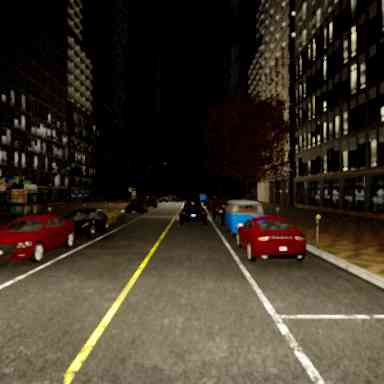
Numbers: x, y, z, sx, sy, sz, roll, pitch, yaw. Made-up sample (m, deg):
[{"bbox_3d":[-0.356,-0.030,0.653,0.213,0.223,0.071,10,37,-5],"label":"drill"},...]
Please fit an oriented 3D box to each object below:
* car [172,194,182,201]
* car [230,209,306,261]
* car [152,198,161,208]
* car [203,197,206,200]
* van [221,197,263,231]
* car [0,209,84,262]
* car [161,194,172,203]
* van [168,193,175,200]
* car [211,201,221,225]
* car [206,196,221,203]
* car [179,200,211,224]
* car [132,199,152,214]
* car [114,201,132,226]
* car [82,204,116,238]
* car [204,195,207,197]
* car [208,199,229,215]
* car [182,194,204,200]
[{"bbox_3d":[-3.006,1.229,77.277,1.837,1.490,4.892,0,0,0],"label":"car"},{"bbox_3d":[2.687,1.541,12.040,1.887,1.381,4.507,0,0,0],"label":"car"},{"bbox_3d":[-5.695,1.562,46.048,1.802,1.307,4.206,0,0,0],"label":"car"},{"bbox_3d":[2.686,1.565,40.380,1.802,1.307,4.206,0,0,0],"label":"car"},{"bbox_3d":[2.687,1.335,17.707,1.690,1.788,3.998,0,0,0],"label":"van"},{"bbox_3d":[-5.693,1.541,12.041,1.887,1.381,4.507,0,0,0],"label":"car"},{"bbox_3d":[-5.697,1.533,68.720,1.947,1.339,4.313,0,0,0],"label":"car"},{"bbox_3d":[-5.698,1.289,91.393,1.690,1.788,3.998,0,0,0],"label":"van"},{"bbox_3d":[2.687,1.542,23.376,2.008,1.369,4.403,0,0,0],"label":"car"},{"bbox_3d":[2.686,1.304,29.043,2.192,1.841,5.009,0,0,0],"label":"car"},{"bbox_3d":[0.098,1.555,24.618,1.994,1.385,4.181,0,0,0],"label":"car"},{"bbox_3d":[-5.694,1.552,34.711,1.947,1.339,4.313,0,0,0],"label":"car"},{"bbox_3d":[-5.693,1.517,23.206,1.752,1.417,4.829,0,0,0],"label":"car"},{"bbox_3d":[-5.693,1.560,17.708,1.947,1.339,4.313,0,0,0],"label":"car"},{"bbox_3d":[2.685,1.543,51.716,1.947,1.339,4.313,0,0,0],"label":"car"},{"bbox_3d":[2.686,1.511,34.882,1.752,1.417,4.829,0,0,0],"label":"car"},{"bbox_3d":[0.097,1.334,41.982,2.097,1.767,4.553,0,0,0],"label":"car"}]
